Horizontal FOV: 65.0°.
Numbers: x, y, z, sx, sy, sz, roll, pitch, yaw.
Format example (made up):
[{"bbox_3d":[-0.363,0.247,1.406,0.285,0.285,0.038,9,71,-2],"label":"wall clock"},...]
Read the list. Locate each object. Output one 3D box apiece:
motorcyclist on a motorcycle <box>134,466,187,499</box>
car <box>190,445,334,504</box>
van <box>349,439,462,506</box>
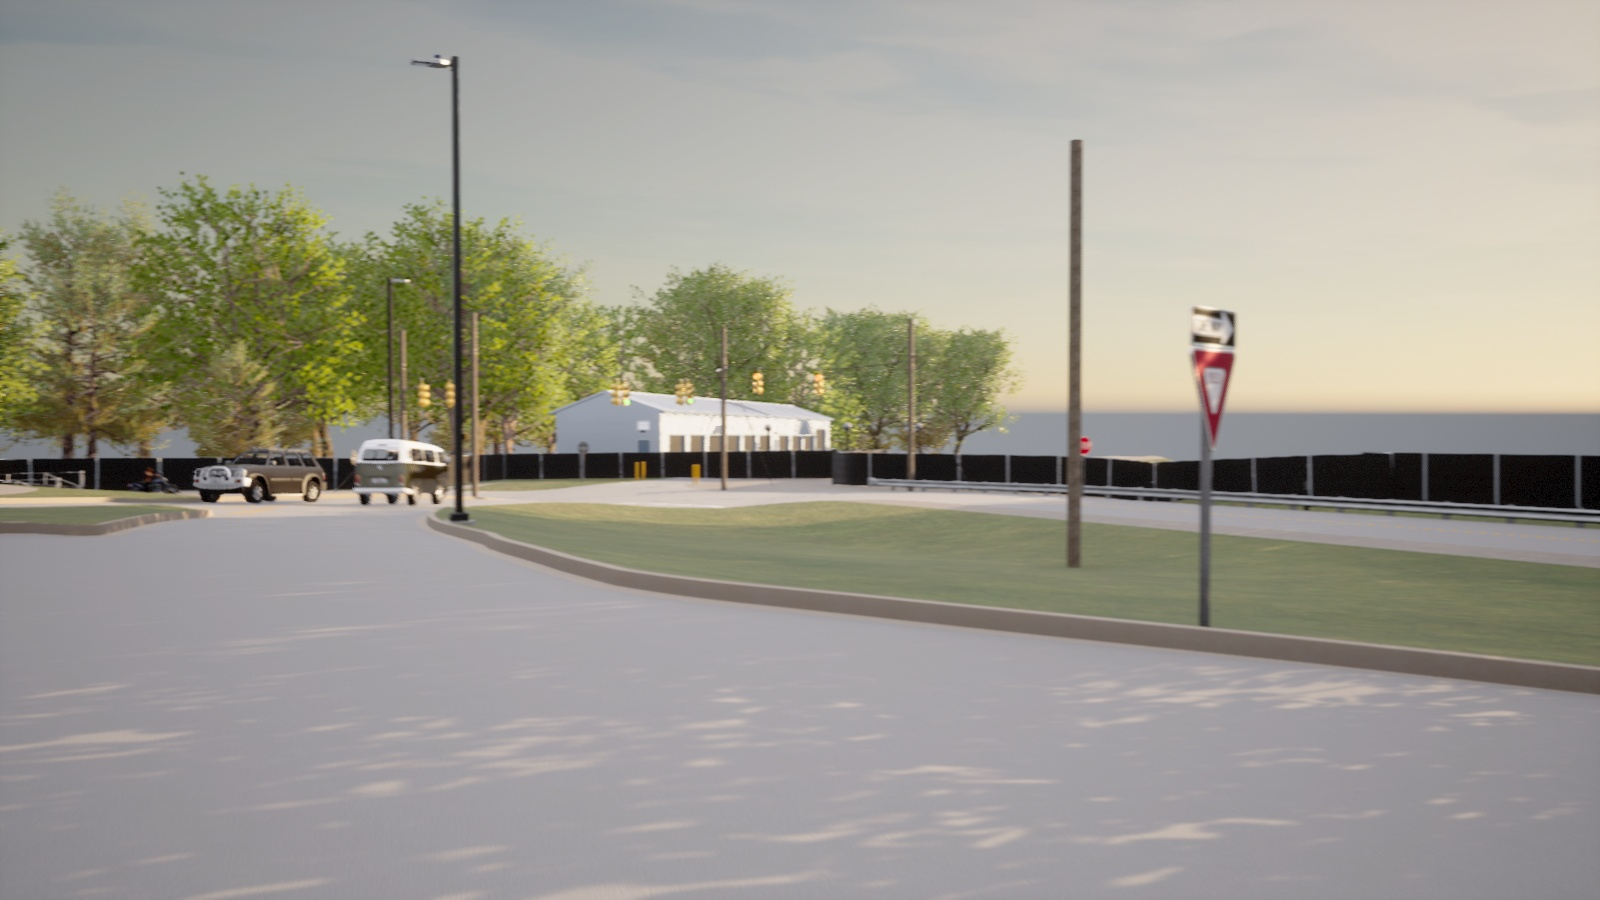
[{"bbox_3d":[-33.192,1.675,65.202,2.350,1.649,0.766,0,2,-17],"label":"motorcyclist on a motorcycle"},{"bbox_3d":[-17.614,0.826,41.364,1.932,1.855,4.605,0,-2,14],"label":"car"},{"bbox_3d":[-12.538,0.749,40.257,2.069,2.038,4.480,0,-2,2],"label":"van"}]
